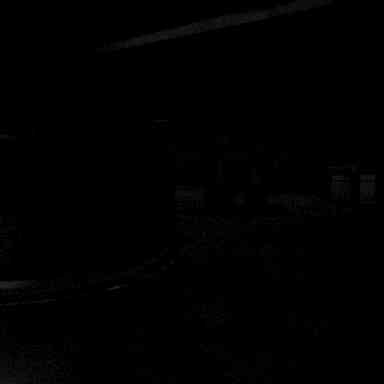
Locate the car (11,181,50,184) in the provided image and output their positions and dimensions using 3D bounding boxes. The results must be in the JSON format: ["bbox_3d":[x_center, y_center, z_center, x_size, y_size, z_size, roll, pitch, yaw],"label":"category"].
[{"bbox_3d":[-17.298,-0.196,35.266,3.866,1.878,1.905,2,2,35],"label":"car"}]

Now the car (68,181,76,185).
[{"bbox_3d":[-25.503,-1.304,68.124,4.605,1.855,1.932,2,2,35],"label":"car"}]

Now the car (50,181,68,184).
[{"bbox_3d":[-26.841,-1.281,65.512,3.866,1.878,1.905,2,2,35],"label":"car"}]

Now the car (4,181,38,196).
[{"bbox_3d":[-21.830,-0.486,42.484,4.605,1.855,1.932,2,2,35],"label":"car"}]
